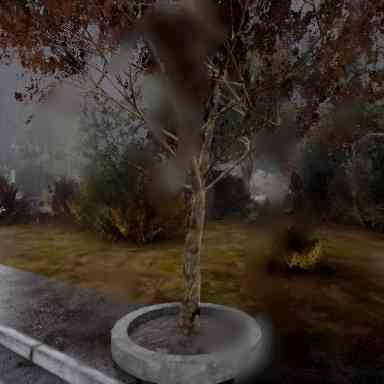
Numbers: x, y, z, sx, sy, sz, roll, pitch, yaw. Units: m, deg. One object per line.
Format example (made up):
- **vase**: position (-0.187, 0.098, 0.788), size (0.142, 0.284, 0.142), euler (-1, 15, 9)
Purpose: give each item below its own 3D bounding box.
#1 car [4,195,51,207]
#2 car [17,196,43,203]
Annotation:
- **car**: position (-22.076, 1.217, 44.936), size (2.033, 1.411, 5.357), euler (1, 0, 32)
- **car**: position (-18.298, 1.211, 37.426), size (1.882, 1.535, 5.008), euler (1, 0, 32)
